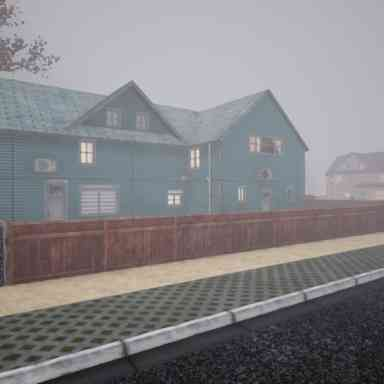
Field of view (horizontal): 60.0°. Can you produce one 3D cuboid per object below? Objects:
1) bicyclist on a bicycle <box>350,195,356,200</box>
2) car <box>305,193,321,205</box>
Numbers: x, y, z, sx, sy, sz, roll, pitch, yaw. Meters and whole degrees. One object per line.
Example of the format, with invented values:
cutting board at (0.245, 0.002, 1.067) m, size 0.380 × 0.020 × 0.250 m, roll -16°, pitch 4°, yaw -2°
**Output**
bicyclist on a bicycle at (17.869, 1.203, 36.986) m, size 1.656 × 1.620 × 0.582 m, roll -1°, pitch 1°, yaw -36°
car at (11.902, 1.134, 35.257) m, size 2.150 × 2.045 × 5.566 m, roll 0°, pitch 1°, yaw -36°
